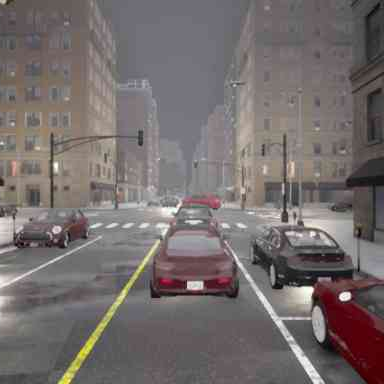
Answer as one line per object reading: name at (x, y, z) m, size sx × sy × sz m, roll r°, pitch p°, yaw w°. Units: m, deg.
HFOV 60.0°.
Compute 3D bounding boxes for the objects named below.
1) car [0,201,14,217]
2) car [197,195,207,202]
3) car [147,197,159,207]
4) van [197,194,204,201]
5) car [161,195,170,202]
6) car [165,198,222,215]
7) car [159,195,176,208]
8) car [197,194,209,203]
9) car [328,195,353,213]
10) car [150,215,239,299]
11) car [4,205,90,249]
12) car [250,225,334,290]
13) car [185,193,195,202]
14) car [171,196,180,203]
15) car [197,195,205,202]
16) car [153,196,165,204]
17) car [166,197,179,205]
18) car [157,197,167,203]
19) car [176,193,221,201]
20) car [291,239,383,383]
car at (-17.338, 1.236, 27.088) m, size 4.553 × 1.767 × 2.097 m, roll 0°, pitch 0°, yaw 0°
car at (2.205, 1.496, 74.830) m, size 1.967 × 1.590 × 4.097 m, roll 0°, pitch 0°, yaw -1°
car at (-6.073, 1.564, 52.710) m, size 2.008 × 1.369 × 4.403 m, roll 0°, pitch 0°, yaw -1°
van at (2.083, 1.430, 85.844) m, size 1.690 × 1.788 × 3.998 m, roll 0°, pitch 0°, yaw -1°
car at (-6.381, 1.511, 80.250) m, size 1.967 × 1.590 × 4.097 m, roll 0°, pitch 0°, yaw -1°
car at (0.072, 1.348, 15.718) m, size 2.097 × 1.767 × 4.553 m, roll 0°, pitch 0°, yaw 0°
car at (-3.253, 1.361, 48.594) m, size 2.097 × 1.767 × 4.553 m, roll 0°, pitch 0°, yaw -1°
car at (2.268, 1.358, 69.323) m, size 2.192 × 1.841 × 5.009 m, roll 0°, pitch 0°, yaw -1°
car at (18.229, 1.337, 37.308) m, size 5.566 × 2.045 × 2.150 m, roll 0°, pitch 0°, yaw 0°
car at (0.023, 1.523, 8.320) m, size 1.812 × 1.442 × 4.674 m, roll 0°, pitch 0°, yaw -1°
car at (-5.874, 1.436, 14.349) m, size 1.967 × 1.590 × 4.097 m, roll 0°, pitch 0°, yaw 0°
car at (2.661, 1.548, 8.876) m, size 2.008 × 1.369 × 4.403 m, roll 0°, pitch 0°, yaw 0°
car at (-0.522, 1.295, 79.832) m, size 2.150 × 2.045 × 5.566 m, roll 0°, pitch 0°, yaw -1°
car at (-3.408, 1.569, 69.490) m, size 1.812 × 1.442 × 4.674 m, roll 0°, pitch 0°, yaw -1°
car at (2.144, 1.512, 80.336) m, size 1.967 × 1.590 × 4.097 m, roll 0°, pitch 0°, yaw -1°
car at (-6.197, 1.575, 63.726) m, size 1.887 × 1.381 × 4.507 m, roll 0°, pitch 0°, yaw -1°
car at (-3.364, 1.586, 58.633) m, size 1.994 × 1.385 × 4.181 m, roll 0°, pitch 0°, yaw 0°
car at (-6.258, 1.624, 69.233) m, size 1.802 × 1.307 × 4.206 m, roll 0°, pitch 0°, yaw -1°
car at (1.068, 1.224, 40.757) m, size 5.566 × 2.045 × 2.150 m, roll 0°, pitch 2°, yaw 44°
car at (2.670, 1.543, 3.384) m, size 1.887 × 1.381 × 4.507 m, roll 0°, pitch 0°, yaw 0°
